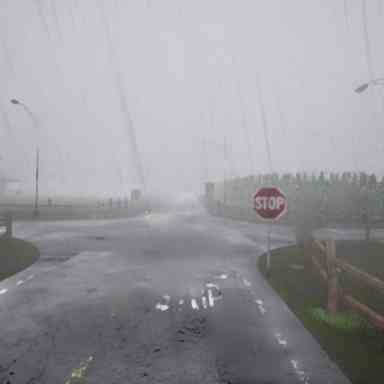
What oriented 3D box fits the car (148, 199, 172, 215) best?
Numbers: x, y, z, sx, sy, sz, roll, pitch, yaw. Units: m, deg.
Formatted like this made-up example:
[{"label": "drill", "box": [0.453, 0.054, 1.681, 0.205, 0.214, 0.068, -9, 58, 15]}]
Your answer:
[{"label": "car", "box": [-2.934, 1.396, 31.202, 1.994, 1.385, 4.181, 0, 1, 0]}]
